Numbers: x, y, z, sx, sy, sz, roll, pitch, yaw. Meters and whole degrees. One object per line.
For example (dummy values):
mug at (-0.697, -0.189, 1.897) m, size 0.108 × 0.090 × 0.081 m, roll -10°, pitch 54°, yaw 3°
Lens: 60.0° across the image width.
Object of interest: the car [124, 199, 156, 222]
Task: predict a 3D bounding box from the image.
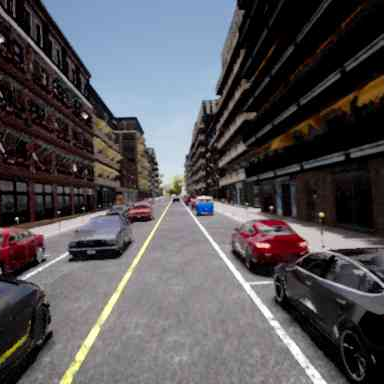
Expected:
car at (-4.376, 1.720, 29.168) m, size 1.882 × 1.535 × 5.008 m, roll -2°, pitch 0°, yaw -2°

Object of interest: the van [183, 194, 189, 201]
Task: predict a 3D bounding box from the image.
van at (-1.776, 1.600, 94.046) m, size 1.690 × 1.788 × 3.998 m, roll -2°, pitch 0°, yaw -3°

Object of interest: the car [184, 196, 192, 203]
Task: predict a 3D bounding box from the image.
car at (-0.963, 1.717, 77.522) m, size 1.752 × 1.417 × 4.829 m, roll -2°, pitch 0°, yaw -3°

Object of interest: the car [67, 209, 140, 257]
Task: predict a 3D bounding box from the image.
car at (-3.675, 1.732, 14.296) m, size 2.033 × 1.411 × 5.357 m, roll -2°, pitch 0°, yaw -3°

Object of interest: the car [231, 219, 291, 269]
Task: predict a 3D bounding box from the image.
car at (2.313, 1.504, 10.579) m, size 1.802 × 1.307 × 4.206 m, roll -2°, pitch 0°, yaw -3°

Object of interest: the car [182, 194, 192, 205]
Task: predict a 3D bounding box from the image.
car at (-0.144, 1.437, 60.660) m, size 2.192 × 1.841 × 5.009 m, roll -2°, pitch 0°, yaw -3°

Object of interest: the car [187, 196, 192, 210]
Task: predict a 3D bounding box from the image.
car at (0.679, 1.600, 43.966) m, size 1.887 × 1.381 × 4.507 m, roll -2°, pitch 0°, yaw -3°

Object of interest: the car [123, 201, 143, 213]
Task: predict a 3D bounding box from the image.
car at (-7.685, 1.977, 43.595) m, size 1.947 × 1.339 × 4.313 m, roll -2°, pitch 0°, yaw -3°

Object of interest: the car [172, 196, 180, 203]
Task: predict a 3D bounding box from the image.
car at (-3.657, 1.789, 77.335) m, size 1.837 × 1.490 × 4.892 m, roll -2°, pitch 0°, yaw -3°

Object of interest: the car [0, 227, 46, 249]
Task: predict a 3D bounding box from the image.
car at (-6.053, 1.822, 10.209) m, size 1.887 × 1.381 × 4.507 m, roll -2°, pitch 0°, yaw -3°

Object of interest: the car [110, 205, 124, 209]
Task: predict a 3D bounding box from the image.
car at (-7.140, 1.932, 32.466) m, size 1.947 × 1.339 × 4.313 m, roll -2°, pitch 0°, yaw -3°

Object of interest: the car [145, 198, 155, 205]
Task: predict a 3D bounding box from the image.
car at (-9.045, 2.105, 71.417) m, size 1.802 × 1.307 × 4.206 m, roll -2°, pitch 0°, yaw -3°

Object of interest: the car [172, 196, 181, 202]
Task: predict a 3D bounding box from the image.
car at (-4.155, 1.785, 87.465) m, size 2.128 × 1.511 × 4.902 m, roll -2°, pitch 0°, yaw -3°

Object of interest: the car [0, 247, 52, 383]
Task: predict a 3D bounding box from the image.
car at (-3.150, 1.706, 3.580) m, size 1.994 × 1.385 × 4.181 m, roll -2°, pitch 0°, yaw -3°

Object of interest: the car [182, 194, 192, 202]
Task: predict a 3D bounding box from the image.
car at (-1.232, 1.529, 82.917) m, size 2.192 × 1.841 × 5.009 m, roll -2°, pitch 0°, yaw -3°

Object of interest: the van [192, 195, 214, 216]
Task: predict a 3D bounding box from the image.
van at (1.217, 1.352, 32.839) m, size 1.690 × 1.788 × 3.998 m, roll -2°, pitch 0°, yaw -3°

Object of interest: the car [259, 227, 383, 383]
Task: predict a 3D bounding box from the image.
car at (2.585, 1.466, 5.015) m, size 1.947 × 1.339 × 4.313 m, roll -2°, pitch 0°, yaw -3°

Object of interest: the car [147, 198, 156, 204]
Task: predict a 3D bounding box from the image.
car at (-9.318, 2.128, 76.981) m, size 1.802 × 1.307 × 4.206 m, roll -2°, pitch 0°, yaw -3°

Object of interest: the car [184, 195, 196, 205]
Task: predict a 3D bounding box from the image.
car at (-0.416, 1.460, 66.223) m, size 2.192 × 1.841 × 5.009 m, roll -2°, pitch 0°, yaw -3°
